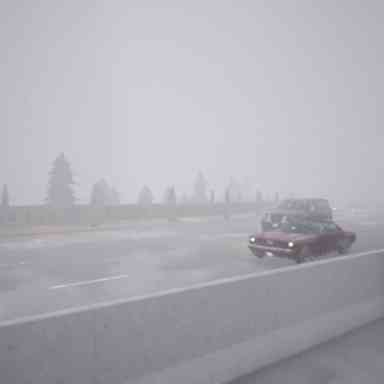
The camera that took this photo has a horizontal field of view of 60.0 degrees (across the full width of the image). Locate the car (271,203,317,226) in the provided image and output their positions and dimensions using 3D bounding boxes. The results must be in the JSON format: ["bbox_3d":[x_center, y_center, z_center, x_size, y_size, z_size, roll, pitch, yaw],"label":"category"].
[{"bbox_3d":[8.286,1.718,26.672,1.837,1.490,4.892,0,0,39],"label":"car"}]

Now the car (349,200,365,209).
[{"bbox_3d":[27.308,2.087,55.123,1.837,1.490,4.892,0,-1,17],"label":"car"}]

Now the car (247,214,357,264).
[{"bbox_3d":[4.111,1.688,12.095,4.718,1.301,1.895,1,-1,-42],"label":"car"}]

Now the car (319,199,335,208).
[{"bbox_3d":[25.942,2.164,63.903,1.882,1.535,5.008,0,-1,11],"label":"car"}]

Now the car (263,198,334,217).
[{"bbox_3d":[6.139,1.364,18.916,2.150,2.045,5.566,0,0,44],"label":"car"}]
